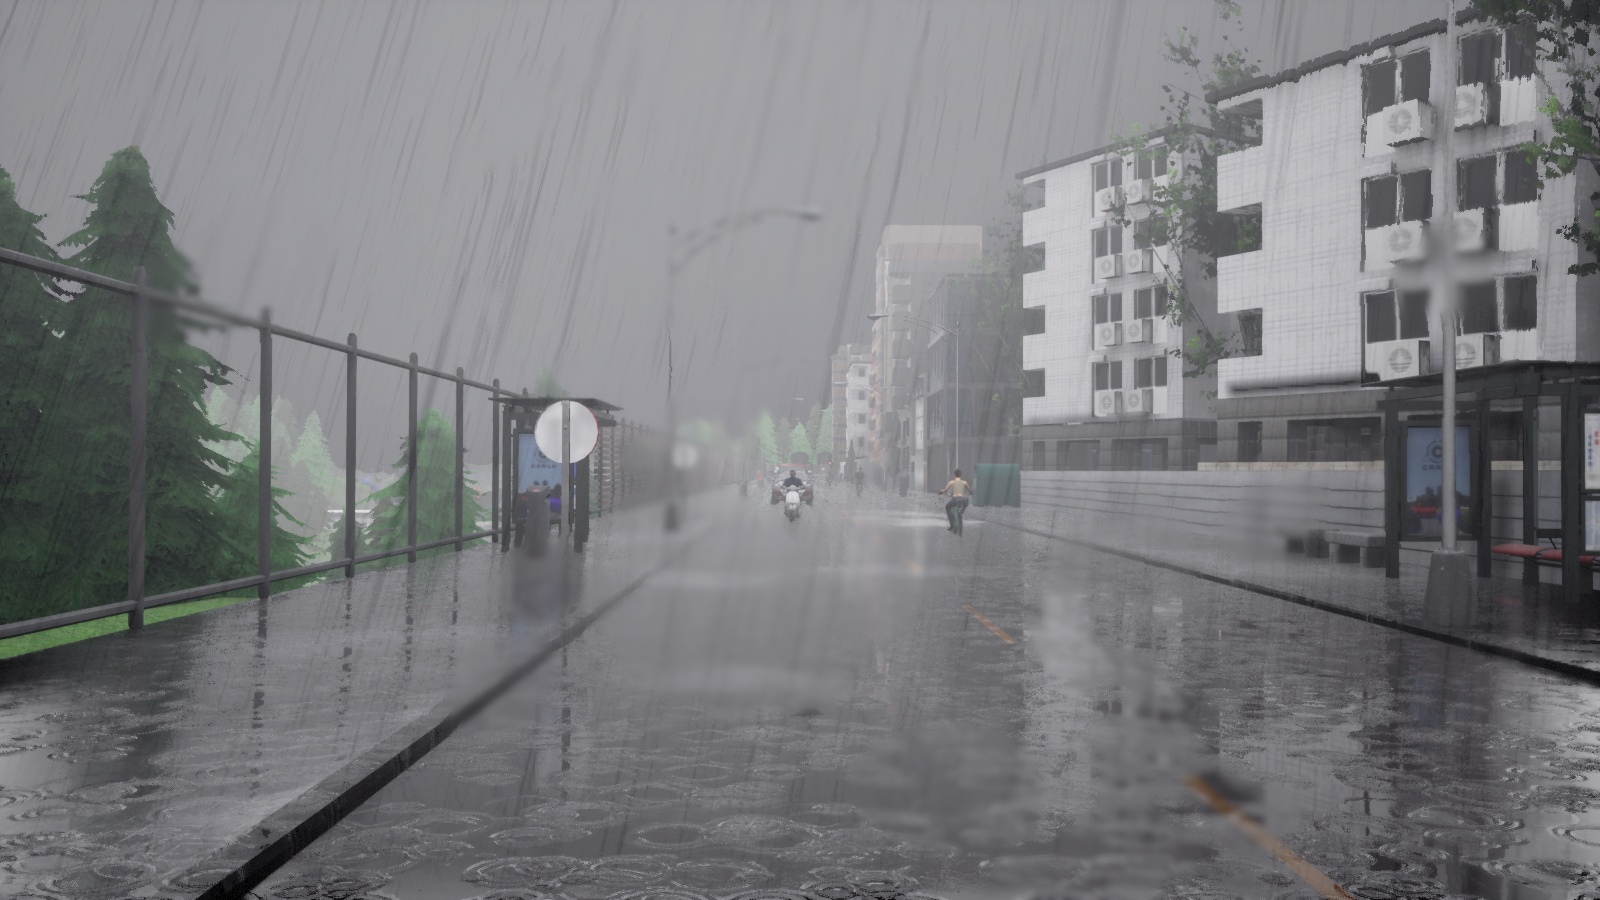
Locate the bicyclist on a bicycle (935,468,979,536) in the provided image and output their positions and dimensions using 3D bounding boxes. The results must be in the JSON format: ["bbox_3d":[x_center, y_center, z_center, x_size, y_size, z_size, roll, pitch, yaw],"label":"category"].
[{"bbox_3d":[3.831,1.250,30.682,0.866,1.612,1.509,0,-1,0],"label":"bicyclist on a bicycle"}]

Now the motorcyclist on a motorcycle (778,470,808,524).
[{"bbox_3d":[-0.207,1.402,37.773,0.866,1.590,1.817,0,-1,0],"label":"motorcyclist on a motorcycle"}]

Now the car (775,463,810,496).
[{"bbox_3d":[-0.464,1.885,80.595,2.150,2.045,5.566,0,-1,0],"label":"car"}]

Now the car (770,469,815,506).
[{"bbox_3d":[-0.337,1.744,59.573,2.033,1.649,4.856,0,-1,0],"label":"car"}]
